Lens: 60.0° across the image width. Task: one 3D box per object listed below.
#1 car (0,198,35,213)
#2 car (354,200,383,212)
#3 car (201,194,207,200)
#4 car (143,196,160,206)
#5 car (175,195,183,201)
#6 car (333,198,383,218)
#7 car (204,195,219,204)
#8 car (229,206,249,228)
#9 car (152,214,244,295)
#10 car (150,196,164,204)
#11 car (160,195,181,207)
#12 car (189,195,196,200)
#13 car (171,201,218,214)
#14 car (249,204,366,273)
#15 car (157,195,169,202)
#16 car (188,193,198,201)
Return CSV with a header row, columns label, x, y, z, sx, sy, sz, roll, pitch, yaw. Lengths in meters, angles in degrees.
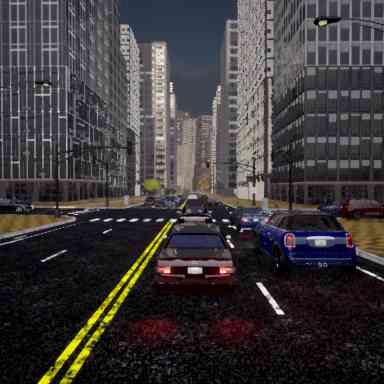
label,x,y,z,sx,sy,sz,roll,pitch,yaw
car,-18.748,1.340,34.126,4.902,1.511,2.128,1,1,1
car,21.902,1.642,39.153,4.829,1.417,1.752,1,0,1
car,3.472,1.407,93.348,1.837,1.490,4.892,0,0,0
car,-6.470,1.468,52.383,1.837,1.490,4.892,0,0,0
car,-3.061,1.429,79.515,1.837,1.490,4.892,0,0,0
car,16.274,1.519,30.880,5.009,1.841,2.192,1,0,1
car,3.430,1.560,56.136,1.895,1.301,4.718,0,0,1
car,3.398,1.537,20.213,2.033,1.411,5.357,0,0,0
car,0.114,1.544,8.860,2.033,1.411,5.357,0,0,1
car,-6.412,1.499,62.263,2.033,1.411,5.357,0,0,0
car,-3.201,1.317,50.541,2.097,1.767,4.553,0,0,-1
car,0.221,1.502,93.031,1.895,1.301,4.718,0,0,0
car,0.144,1.482,18.605,2.128,1.511,4.902,0,0,0
car,3.374,1.348,10.828,2.097,1.767,4.553,0,0,0
car,-6.328,1.478,72.933,2.033,1.411,5.357,0,0,0
car,0.197,1.149,82.695,2.150,2.045,5.566,0,0,0
